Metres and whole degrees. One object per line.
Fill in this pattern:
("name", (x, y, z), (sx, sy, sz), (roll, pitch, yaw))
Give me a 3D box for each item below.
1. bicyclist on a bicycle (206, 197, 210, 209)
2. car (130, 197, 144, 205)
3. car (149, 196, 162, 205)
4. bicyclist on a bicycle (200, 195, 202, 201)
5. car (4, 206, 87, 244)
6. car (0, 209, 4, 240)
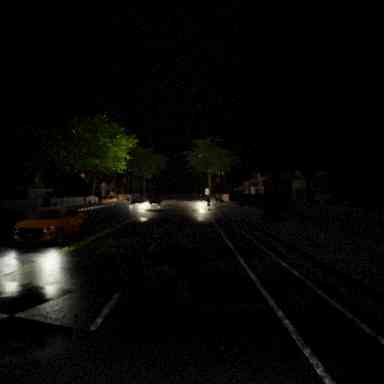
("bicyclist on a bicycle", (2.236, 1.460, 45.365), (0.582, 1.620, 1.656), (0, 0, 0))
("car", (-9.770, 1.573, 59.642), (1.812, 1.442, 4.674), (0, 0, 0))
("car", (-6.520, 1.530, 59.644), (1.882, 1.535, 5.008), (0, 0, 0))
("bicyclist on a bicycle", (2.224, 1.377, 81.696), (0.659, 1.776, 1.843), (0, 0, 0))
("car", (-6.605, 1.480, 15.994), (1.882, 1.535, 5.008), (0, 0, 0))
("car", (-9.855, 1.567, 16.674), (1.994, 1.385, 4.181), (0, 0, 0))
